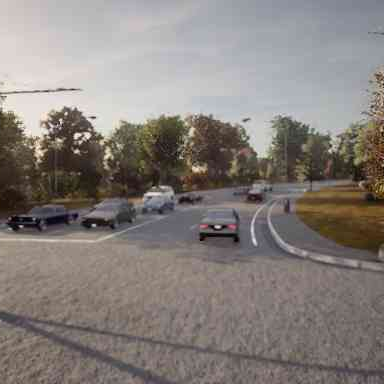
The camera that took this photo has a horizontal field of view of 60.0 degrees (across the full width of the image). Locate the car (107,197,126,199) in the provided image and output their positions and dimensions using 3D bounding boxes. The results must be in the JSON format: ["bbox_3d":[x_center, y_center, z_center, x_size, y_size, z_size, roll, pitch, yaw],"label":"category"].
[{"bbox_3d":[-6.838,1.198,29.396,2.033,1.411,5.357,0,2,14],"label":"car"}]

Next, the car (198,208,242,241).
[{"bbox_3d":[1.443,1.486,16.403,2.033,1.411,5.357,0,1,8],"label":"car"}]

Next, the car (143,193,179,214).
[{"bbox_3d":[-2.984,1.117,30.334,1.812,1.442,4.674,0,2,15],"label":"car"}]

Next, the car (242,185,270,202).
[{"bbox_3d":[7.970,0.374,40.826,1.882,1.535,5.008,0,4,21],"label":"car"}]

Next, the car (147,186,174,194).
[{"bbox_3d":[-3.873,0.407,39.587,2.150,2.045,5.566,0,3,17],"label":"car"}]

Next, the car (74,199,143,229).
[{"bbox_3d":[-5.051,1.411,21.134,2.033,1.411,5.357,0,1,9],"label":"car"}]

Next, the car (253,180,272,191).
[{"bbox_3d":[12.339,-1.047,58.393,2.150,2.045,5.566,0,4,31],"label":"car"}]

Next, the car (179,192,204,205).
[{"bbox_3d":[-0.066,0.707,39.938,1.895,1.301,4.718,0,3,19],"label":"car"}]

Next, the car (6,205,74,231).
[{"bbox_3d":[-8.777,1.489,19.958,1.895,1.301,4.718,0,1,10],"label":"car"}]

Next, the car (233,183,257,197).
[{"bbox_3d":[7.598,-0.122,49.345,2.128,1.511,4.902,0,4,27],"label":"car"}]
